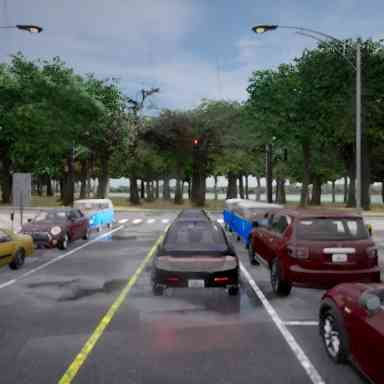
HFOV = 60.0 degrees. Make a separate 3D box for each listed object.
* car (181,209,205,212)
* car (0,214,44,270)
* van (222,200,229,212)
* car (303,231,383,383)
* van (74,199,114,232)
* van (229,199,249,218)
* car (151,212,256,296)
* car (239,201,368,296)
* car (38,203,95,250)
[{"bbox_3d":[0.044,1.558,17.543,1.994,1.385,4.181,0,0,1],"label":"car"},{"bbox_3d":[-5.770,1.522,8.418,1.752,1.417,4.829,0,0,0],"label":"car"},{"bbox_3d":[2.747,1.335,19.469,1.690,1.788,3.998,0,0,0],"label":"van"},{"bbox_3d":[2.758,1.439,3.156,1.967,1.590,4.097,0,0,0],"label":"car"},{"bbox_3d":[-5.779,1.334,19.463,1.690,1.788,3.998,0,0,0],"label":"van"},{"bbox_3d":[2.750,1.336,14.032,1.690,1.788,3.998,0,0,0],"label":"van"},{"bbox_3d":[0.083,1.488,8.616,2.128,1.511,4.902,0,0,0],"label":"car"},{"bbox_3d":[2.754,1.312,8.594,2.192,1.841,5.009,0,0,0],"label":"car"},{"bbox_3d":[-5.775,1.435,14.026,1.967,1.590,4.097,0,0,0],"label":"car"}]
